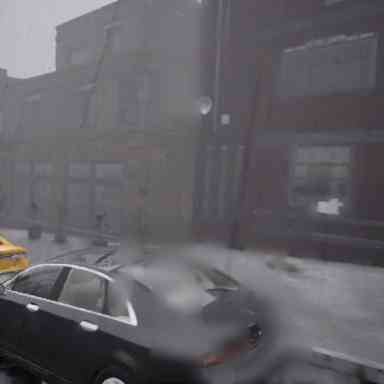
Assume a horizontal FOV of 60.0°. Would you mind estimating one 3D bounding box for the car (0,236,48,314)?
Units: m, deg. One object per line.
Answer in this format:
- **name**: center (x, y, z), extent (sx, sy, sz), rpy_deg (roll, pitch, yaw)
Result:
- **car**: center (-5.741, 1.494, 7.630), extent (5.008, 1.535, 2.097), rpy_deg (0, 0, 36)
